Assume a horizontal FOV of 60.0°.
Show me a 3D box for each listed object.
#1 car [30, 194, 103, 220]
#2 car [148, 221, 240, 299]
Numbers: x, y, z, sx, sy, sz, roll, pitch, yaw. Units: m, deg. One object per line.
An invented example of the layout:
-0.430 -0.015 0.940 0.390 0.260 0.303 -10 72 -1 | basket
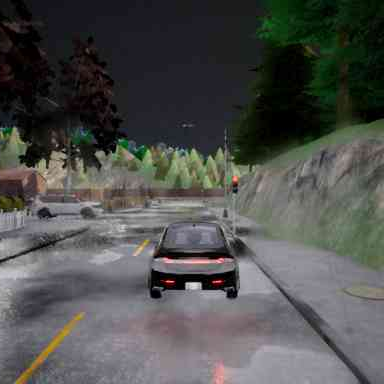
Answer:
-10.331 1.224 27.580 5.566 2.045 2.150 0 0 -7 | car
0.054 1.492 8.458 2.128 1.511 4.902 0 0 1 | car
